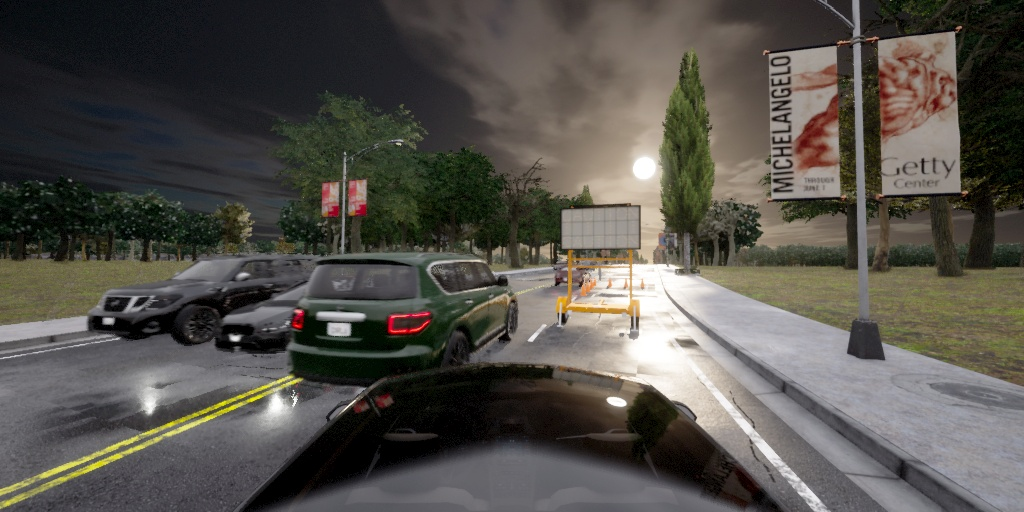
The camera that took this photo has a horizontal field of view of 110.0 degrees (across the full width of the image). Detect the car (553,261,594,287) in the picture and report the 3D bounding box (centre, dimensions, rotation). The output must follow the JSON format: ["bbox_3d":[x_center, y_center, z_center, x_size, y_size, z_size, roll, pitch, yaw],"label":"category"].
[{"bbox_3d":[4.194,1.289,24.522,1.812,1.442,4.674,0,0,21],"label":"car"}]

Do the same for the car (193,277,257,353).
[{"bbox_3d":[-4.459,1.264,8.900,1.837,1.490,4.892,0,0,14],"label":"car"}]

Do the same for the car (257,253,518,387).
[{"bbox_3d":[-1.436,0.976,6.900,2.150,2.045,5.566,0,0,14],"label":"car"}]

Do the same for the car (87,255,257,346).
[{"bbox_3d":[-7.562,0.985,10.010,2.150,2.045,5.566,0,0,15],"label":"car"}]

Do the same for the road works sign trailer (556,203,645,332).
[{"bbox_3d":[2.739,0.214,11.133,2.380,3.560,2.880,0,0,18],"label":"road works sign trailer"}]
